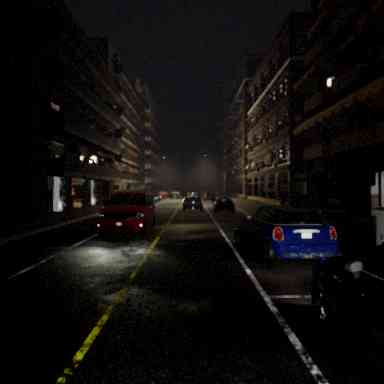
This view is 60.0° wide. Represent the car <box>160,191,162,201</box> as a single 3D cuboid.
[{"bbox_3d":[-5.670,0.866,45.744,2.008,1.369,4.403,0,1,0],"label":"car"}]

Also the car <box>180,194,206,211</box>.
[{"bbox_3d":[0.094,1.122,32.028,1.895,1.301,4.718,0,1,0],"label":"car"}]

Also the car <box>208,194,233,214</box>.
[{"bbox_3d":[2.703,1.119,28.830,2.008,1.369,4.403,0,1,0],"label":"car"}]

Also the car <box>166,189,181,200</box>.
[{"bbox_3d":[-2.976,0.622,60.473,2.128,1.511,4.902,0,1,0],"label":"car"}]

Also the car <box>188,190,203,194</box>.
[{"bbox_3d":[0.086,0.797,46.479,2.128,1.511,4.902,0,1,0],"label":"car"}]

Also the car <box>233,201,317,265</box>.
[{"bbox_3d":[2.981,1.182,11.251,2.097,1.767,4.553,0,1,-5],"label":"car"}]

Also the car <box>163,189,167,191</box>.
[{"bbox_3d":[-5.664,0.606,62.651,1.887,1.381,4.507,0,1,0],"label":"car"}]

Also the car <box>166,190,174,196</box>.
[{"bbox_3d":[-5.655,0.251,85.023,1.752,1.417,4.829,0,1,0],"label":"car"}]

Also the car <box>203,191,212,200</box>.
[{"bbox_3d":[2.713,0.754,51.542,1.752,1.417,4.829,0,1,0],"label":"car"}]

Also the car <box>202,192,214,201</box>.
[{"bbox_3d":[2.715,0.712,57.008,1.947,1.339,4.313,0,1,0],"label":"car"}]

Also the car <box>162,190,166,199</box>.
[{"bbox_3d":[-5.669,0.781,51.380,2.008,1.369,4.403,0,1,0],"label":"car"}]

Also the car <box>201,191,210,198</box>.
[{"bbox_3d":[2.719,0.559,68.280,1.802,1.307,4.206,0,1,0],"label":"car"}]

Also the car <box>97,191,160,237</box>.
[{"bbox_3d":[-3.093,0.971,16.831,2.150,2.045,5.566,0,1,0],"label":"car"}]

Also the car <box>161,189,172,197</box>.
[{"bbox_3d":[-5.658,0.207,73.919,2.192,1.841,5.009,0,1,0],"label":"car"}]

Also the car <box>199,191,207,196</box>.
[{"bbox_3d":[2.726,0.305,85.187,1.802,1.307,4.206,0,1,0],"label":"car"}]

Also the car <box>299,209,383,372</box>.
[{"bbox_3d":[3.114,1.291,3.979,2.097,1.767,4.553,0,1,0],"label":"car"}]
